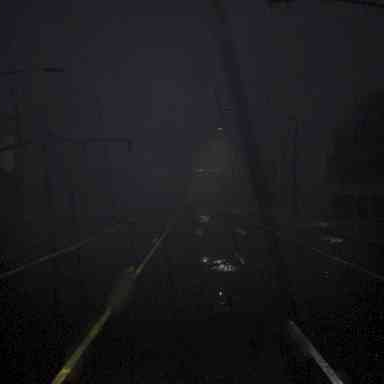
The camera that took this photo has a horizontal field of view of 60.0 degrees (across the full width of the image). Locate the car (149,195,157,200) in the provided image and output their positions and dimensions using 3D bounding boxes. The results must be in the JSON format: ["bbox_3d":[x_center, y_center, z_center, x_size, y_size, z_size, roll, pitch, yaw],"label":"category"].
[{"bbox_3d":[-10.509,1.487,90.349,1.882,1.535,5.008,0,0,0],"label":"car"}]
